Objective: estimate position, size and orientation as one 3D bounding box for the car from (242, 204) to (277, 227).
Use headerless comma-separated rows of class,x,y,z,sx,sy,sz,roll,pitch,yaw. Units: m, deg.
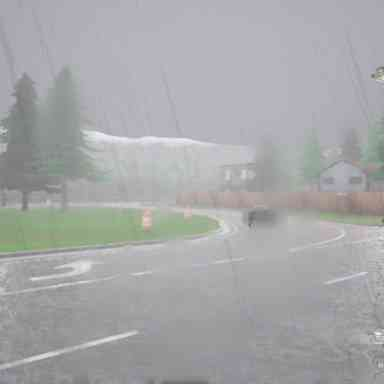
car,4.851,1.637,24.397,1.882,1.535,5.008,1,0,1
